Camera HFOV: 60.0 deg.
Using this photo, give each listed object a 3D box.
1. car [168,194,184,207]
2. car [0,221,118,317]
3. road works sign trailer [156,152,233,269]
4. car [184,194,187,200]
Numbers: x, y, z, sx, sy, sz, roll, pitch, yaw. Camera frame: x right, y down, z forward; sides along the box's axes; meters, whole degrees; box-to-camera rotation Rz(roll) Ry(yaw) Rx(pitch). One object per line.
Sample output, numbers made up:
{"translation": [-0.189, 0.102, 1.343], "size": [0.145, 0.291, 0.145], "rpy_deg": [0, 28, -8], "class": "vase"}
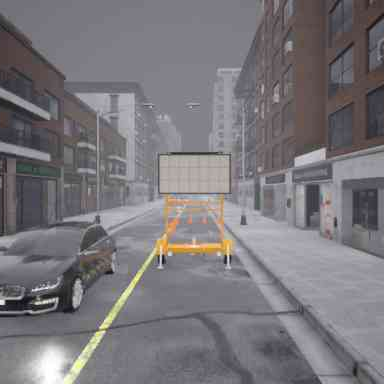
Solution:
{"translation": [-2.705, 1.325, 50.804], "size": [2.097, 1.767, 4.553], "rpy_deg": [0, 0, 1], "class": "car"}
{"translation": [-3.043, 1.504, 7.724], "size": [1.837, 1.490, 4.892], "rpy_deg": [0, 0, 0], "class": "car"}
{"translation": [0.084, 0.463, 11.170], "size": [2.380, 3.560, 2.880], "rpy_deg": [0, 0, 0], "class": "road works sign trailer"}
{"translation": [-2.285, 1.433, 93.100], "size": [1.837, 1.490, 4.892], "rpy_deg": [0, 0, 0], "class": "car"}
